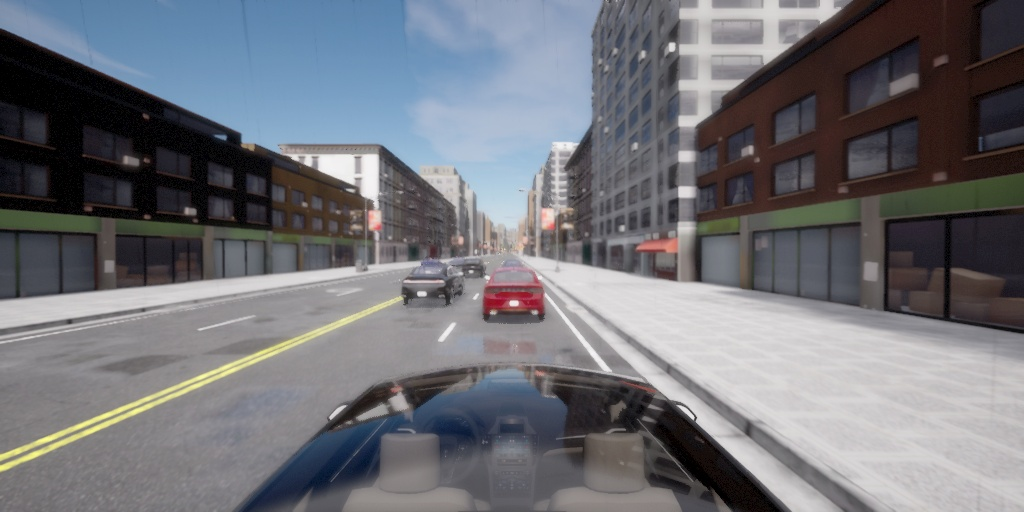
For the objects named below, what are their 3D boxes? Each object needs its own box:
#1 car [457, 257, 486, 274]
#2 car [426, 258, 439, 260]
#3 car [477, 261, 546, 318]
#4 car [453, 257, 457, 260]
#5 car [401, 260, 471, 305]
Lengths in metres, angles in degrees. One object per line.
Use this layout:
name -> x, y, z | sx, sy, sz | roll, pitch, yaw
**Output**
car -> -3.189, 0.959, 30.407 | 1.837, 1.490, 4.892 | 0, 1, 0
car -> -9.878, 0.921, 43.986 | 1.895, 1.301, 4.718 | 0, 1, 0
car -> 0.063, 1.117, 12.381 | 1.882, 1.535, 5.008 | 0, 1, 0
car -> -6.631, 0.864, 44.346 | 2.033, 1.411, 5.357 | 0, 1, 0
car -> -3.178, 1.102, 15.084 | 2.128, 1.511, 4.902 | 0, 1, 0
